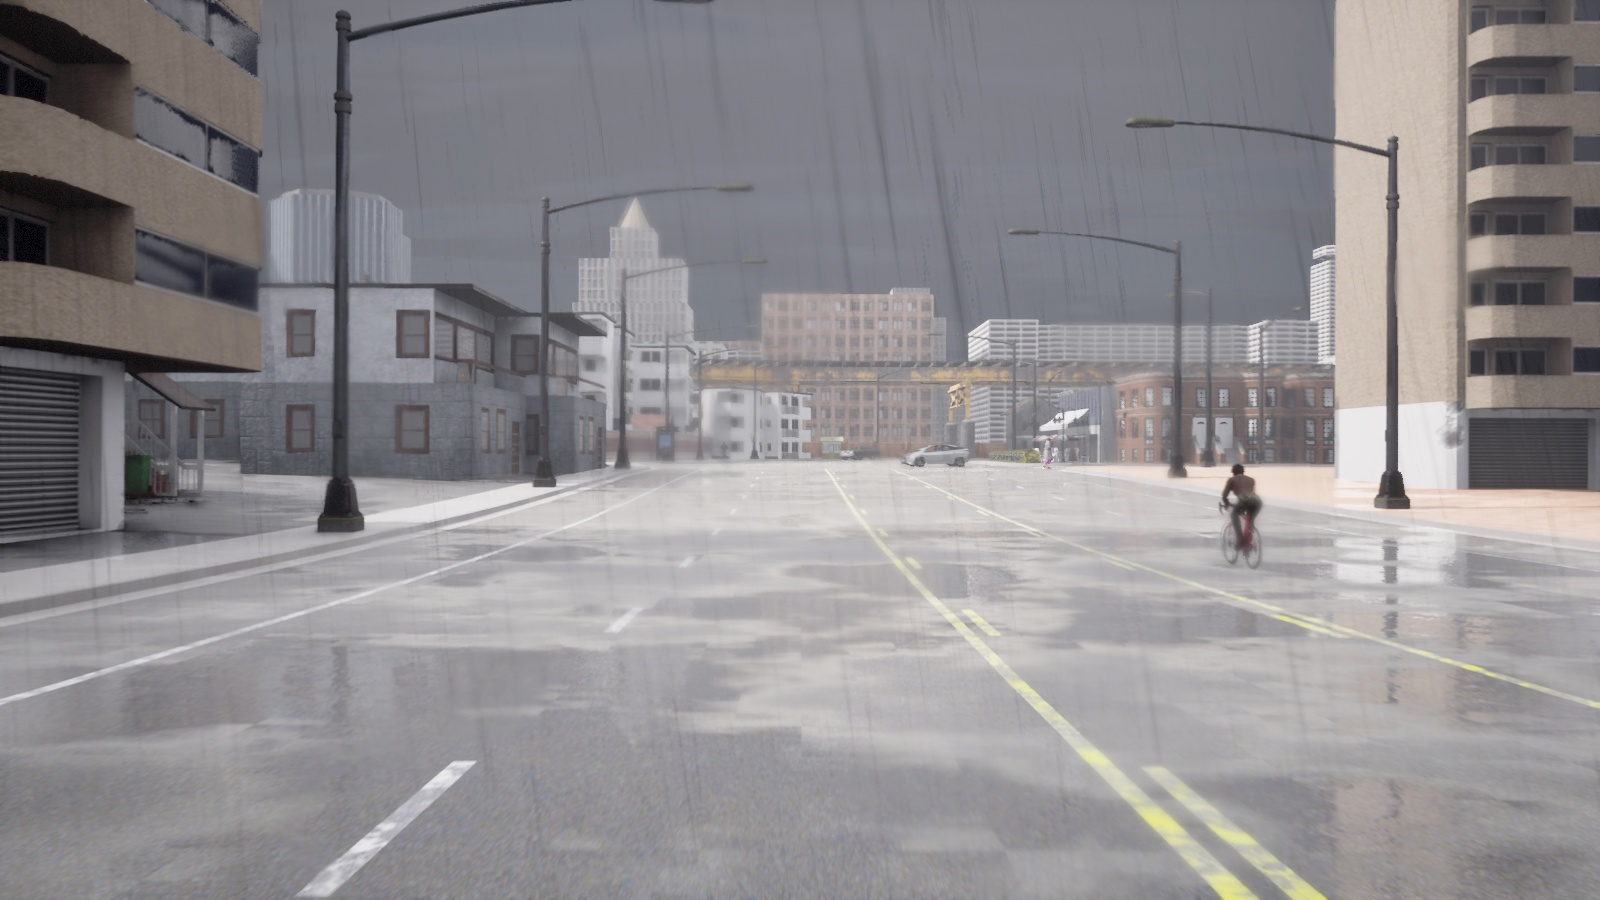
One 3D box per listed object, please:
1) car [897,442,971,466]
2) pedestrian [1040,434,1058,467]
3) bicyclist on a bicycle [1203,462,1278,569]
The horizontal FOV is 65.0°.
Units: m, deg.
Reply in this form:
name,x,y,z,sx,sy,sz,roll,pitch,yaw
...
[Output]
name,x,y,z,sx,sy,sz,roll,pitch,yaw
car,8.934,0.269,83.690,4.514,1.525,2.007,0,0,-14
pedestrian,14.654,0.049,73.998,0.873,1.952,0.659,0,0,-4
bicyclist on a bicycle,6.954,0.997,19.901,0.582,1.620,1.656,0,-1,0
